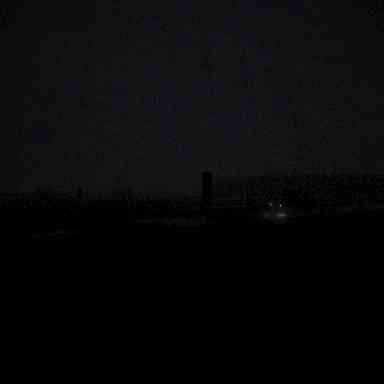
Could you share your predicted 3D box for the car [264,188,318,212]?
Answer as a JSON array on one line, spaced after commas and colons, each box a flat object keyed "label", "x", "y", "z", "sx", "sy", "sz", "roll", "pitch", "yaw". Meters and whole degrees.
[{"label": "car", "x": 9.130, "y": 0.709, "z": 30.402, "sx": 5.566, "sy": 2.045, "sz": 2.150, "roll": -1, "pitch": 0, "yaw": -34}]

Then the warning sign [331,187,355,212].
[{"label": "warning sign", "x": 11.644, "y": 0.591, "z": 25.721, "sx": 1.060, "sy": 1.860, "sz": 1.300, "roll": 0, "pitch": -1, "yaw": -34}]
